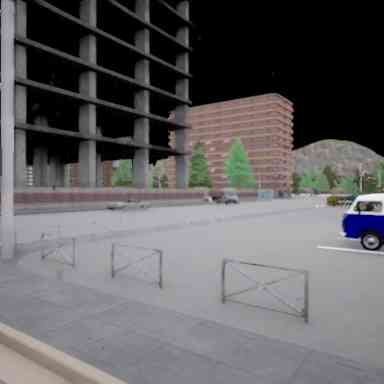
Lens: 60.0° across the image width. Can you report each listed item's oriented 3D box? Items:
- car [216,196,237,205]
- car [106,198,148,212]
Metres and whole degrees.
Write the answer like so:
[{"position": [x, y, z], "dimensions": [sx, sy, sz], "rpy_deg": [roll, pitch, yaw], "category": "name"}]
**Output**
[{"position": [5.620, 1.295, 53.386], "dimensions": [1.812, 1.442, 4.674], "rpy_deg": [0, 0, 35], "category": "car"}, {"position": [-6.936, 1.367, 35.814], "dimensions": [1.895, 1.301, 4.718], "rpy_deg": [0, 0, 35], "category": "car"}]
